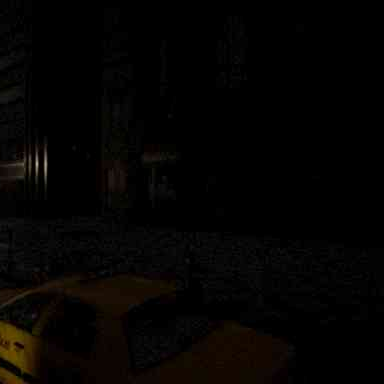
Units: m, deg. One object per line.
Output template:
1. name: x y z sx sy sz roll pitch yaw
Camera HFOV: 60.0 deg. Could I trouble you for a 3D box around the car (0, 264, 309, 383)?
1. car: -1.230 1.518 3.839 4.829 1.417 1.752 0 0 35
